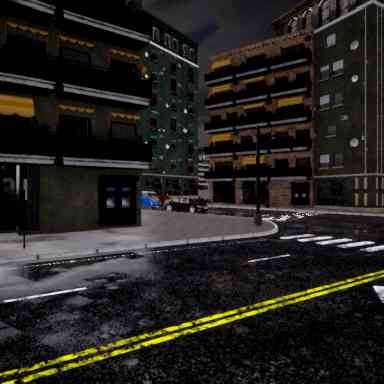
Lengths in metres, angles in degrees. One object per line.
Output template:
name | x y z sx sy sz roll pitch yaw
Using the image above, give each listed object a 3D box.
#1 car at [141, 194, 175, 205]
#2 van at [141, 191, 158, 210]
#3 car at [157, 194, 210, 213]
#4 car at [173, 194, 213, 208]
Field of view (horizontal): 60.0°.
car | -4.355 0.962 42.617 4.206 1.307 1.802 1 0 37
van | -4.977 0.818 32.619 3.998 1.788 1.690 1 0 37
car | -0.561 1.138 29.305 4.403 1.369 2.008 1 0 37
car | 0.068 1.042 39.304 4.403 1.369 2.008 1 0 37
